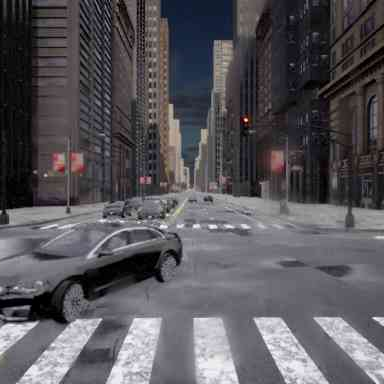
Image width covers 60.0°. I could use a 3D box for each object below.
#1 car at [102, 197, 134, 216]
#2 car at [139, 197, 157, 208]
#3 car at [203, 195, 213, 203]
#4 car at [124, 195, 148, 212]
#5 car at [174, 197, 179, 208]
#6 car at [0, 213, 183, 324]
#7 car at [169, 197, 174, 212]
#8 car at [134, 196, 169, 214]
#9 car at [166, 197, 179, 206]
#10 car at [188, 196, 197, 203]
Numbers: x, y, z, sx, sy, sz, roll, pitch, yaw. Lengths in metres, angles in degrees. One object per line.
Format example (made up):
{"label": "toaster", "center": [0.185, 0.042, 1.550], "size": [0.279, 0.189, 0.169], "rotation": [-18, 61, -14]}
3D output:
{"label": "car", "center": [-6.596, 1.488, 29.639], "size": [1.837, 1.490, 4.892], "rotation": [0, 0, 0]}
{"label": "car", "center": [-6.581, 1.509, 50.090], "size": [2.033, 1.411, 5.357], "rotation": [0, 0, 0]}
{"label": "car", "center": [3.360, 1.425, 69.964], "size": [1.837, 1.490, 4.892], "rotation": [0, 0, 0]}
{"label": "car", "center": [-6.591, 1.326, 39.793], "size": [2.097, 1.767, 4.553], "rotation": [0, 0, 0]}
{"label": "car", "center": [-3.332, 1.530, 46.545], "size": [1.994, 1.385, 4.181], "rotation": [0, 0, 0]}
{"label": "car", "center": [-2.061, 1.483, 7.402], "size": [2.128, 1.511, 4.902], "rotation": [-1, 0, 31]}
{"label": "car", "center": [-3.346, 1.502, 36.521], "size": [1.812, 1.442, 4.674], "rotation": [0, 0, 0]}
{"label": "car", "center": [-3.286, 1.337, 27.737], "size": [2.097, 1.767, 4.553], "rotation": [0, 0, -2]}
{"label": "car", "center": [-3.305, 1.552, 56.562], "size": [1.895, 1.301, 4.718], "rotation": [0, 0, 0]}
{"label": "car", "center": [0.110, 1.468, 69.876], "size": [2.033, 1.411, 5.357], "rotation": [0, 0, 0]}
